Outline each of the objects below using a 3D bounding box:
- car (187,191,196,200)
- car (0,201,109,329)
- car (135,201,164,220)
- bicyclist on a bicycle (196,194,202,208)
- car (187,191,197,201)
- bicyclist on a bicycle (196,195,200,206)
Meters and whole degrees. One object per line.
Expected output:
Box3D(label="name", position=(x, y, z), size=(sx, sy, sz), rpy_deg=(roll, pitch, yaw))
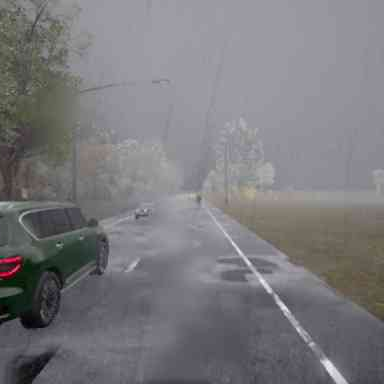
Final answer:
Box3D(label="car", position=(-0.017, 0.765, 82.379), size=(2.150, 2.045, 5.566), rpy_deg=(0, 0, 0))
Box3D(label="car", position=(-3.401, 1.188, 7.002), size=(2.150, 2.045, 5.566), rpy_deg=(0, 0, 0))
Box3D(label="car", position=(-3.410, 1.422, 26.963), size=(2.033, 1.411, 5.357), rpy_deg=(0, 0, 0))
Box3D(label="bicyclist on a bicycle", position=(0.954, 1.178, 41.689), size=(0.659, 1.776, 1.843), rpy_deg=(0, 0, 0))
Box3D(label="car", position=(-0.016, 1.150, 71.375), size=(1.882, 1.535, 5.008), rpy_deg=(0, 0, 0))
Box3D(label="bicyclist on a bicycle", position=(0.950, 1.220, 50.475), size=(0.582, 1.620, 1.656), rpy_deg=(0, 0, 0))
